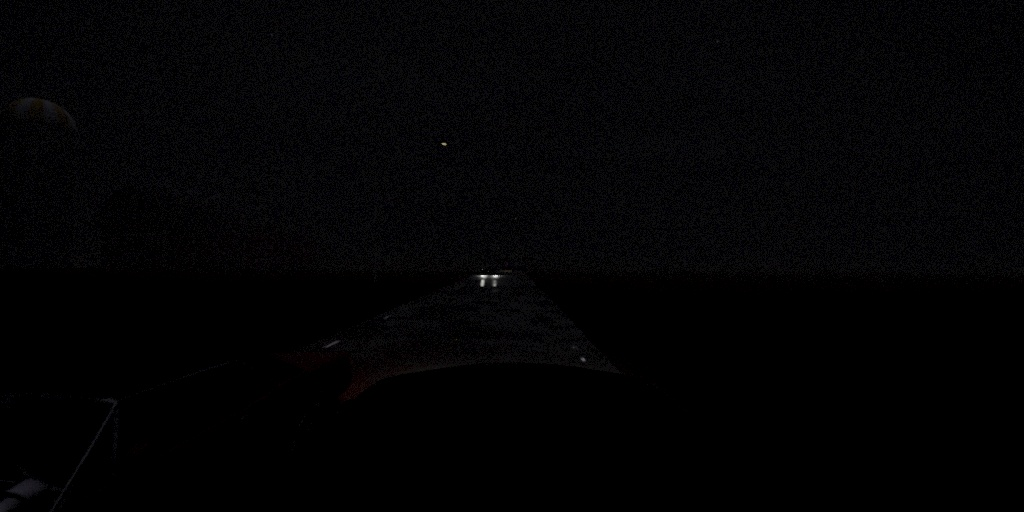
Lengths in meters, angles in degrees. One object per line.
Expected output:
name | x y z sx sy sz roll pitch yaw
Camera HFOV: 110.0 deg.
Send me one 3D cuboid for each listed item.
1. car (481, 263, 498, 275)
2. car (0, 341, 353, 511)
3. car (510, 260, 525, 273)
car | -2.835 1.651 45.669 1.837 1.490 4.892 0 -1 0
car | -2.851 1.352 2.096 1.895 1.301 4.718 0 0 0
car | 0.953 1.799 56.247 1.882 1.535 5.008 0 -1 0
